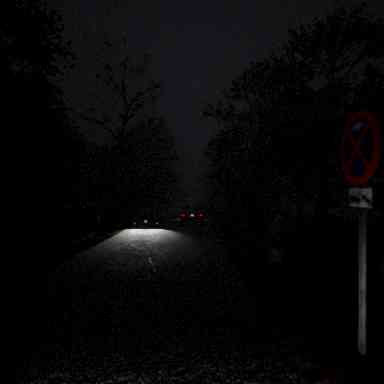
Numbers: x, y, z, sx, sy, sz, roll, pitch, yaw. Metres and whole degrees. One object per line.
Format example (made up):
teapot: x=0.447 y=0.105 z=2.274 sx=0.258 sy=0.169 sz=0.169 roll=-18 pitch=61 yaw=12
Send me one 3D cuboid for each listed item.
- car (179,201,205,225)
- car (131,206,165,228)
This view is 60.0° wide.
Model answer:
car: x=0.005 y=1.693 z=25.647 sx=2.033 sy=1.411 sz=5.357 roll=0 pitch=0 yaw=0
car: x=-2.939 y=1.689 z=23.131 sx=1.994 sy=1.385 sz=4.181 roll=0 pitch=0 yaw=0
